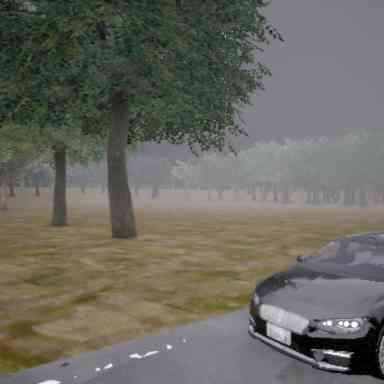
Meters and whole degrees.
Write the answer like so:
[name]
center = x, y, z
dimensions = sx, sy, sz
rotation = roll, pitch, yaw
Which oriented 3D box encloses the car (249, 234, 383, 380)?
[car]
center = 3.075, 1.511, 5.568
dimensions = 4.902, 1.511, 2.128
rotation = 0, 0, -35
